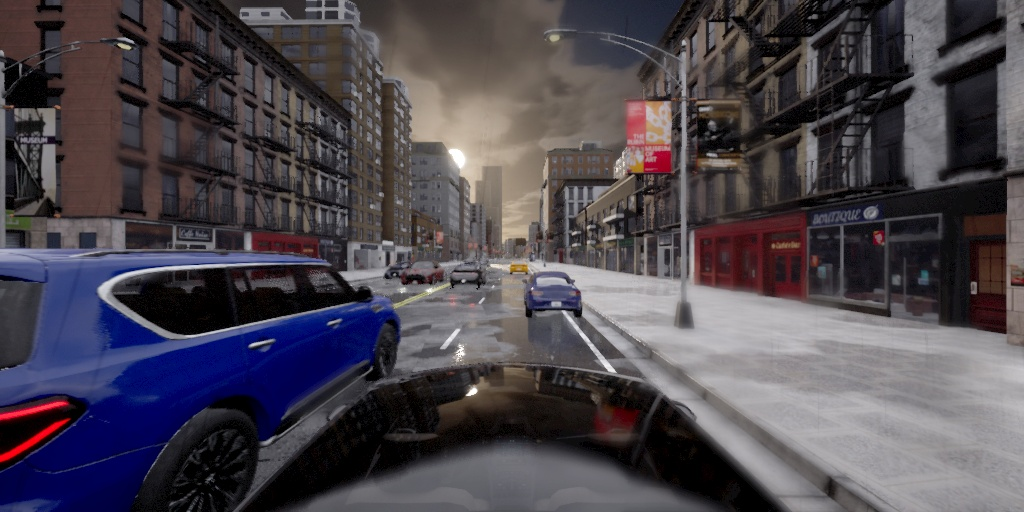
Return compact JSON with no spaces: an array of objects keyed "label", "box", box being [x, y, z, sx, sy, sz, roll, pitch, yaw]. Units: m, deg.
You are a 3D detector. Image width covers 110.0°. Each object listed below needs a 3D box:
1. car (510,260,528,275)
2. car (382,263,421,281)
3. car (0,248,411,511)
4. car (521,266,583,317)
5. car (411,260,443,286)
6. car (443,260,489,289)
[{"label":"car","box":[0.772,1.213,39.541,1.882,1.535,5.008,0,0,1]},{"label":"car","box":[-9.304,1.304,30.512,1.994,1.385,4.181,0,0,1]},{"label":"car","box":[-3.083,0.970,4.028,2.150,2.045,5.566,0,0,1]},{"label":"car","box":[1.367,1.274,13.003,1.812,1.442,4.674,0,0,1]},{"label":"car","box":[-6.152,1.095,25.082,2.097,1.767,4.553,0,0,1]},{"label":"car","box":[-2.738,1.235,23.093,2.128,1.511,4.902,0,0,1]}]
